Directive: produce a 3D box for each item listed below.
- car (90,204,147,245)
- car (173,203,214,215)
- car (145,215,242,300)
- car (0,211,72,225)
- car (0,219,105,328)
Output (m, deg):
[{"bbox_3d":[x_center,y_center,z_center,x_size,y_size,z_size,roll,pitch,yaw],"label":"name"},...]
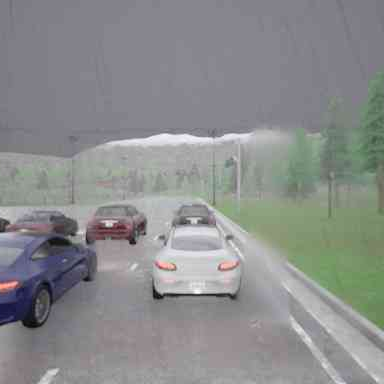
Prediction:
[{"bbox_3d":[-3.401,1.364,15.772,2.097,1.767,4.553,0,0,0],"label":"car"},{"bbox_3d":[0.102,1.365,17.197,2.097,1.767,4.553,0,0,0],"label":"car"},{"bbox_3d":[0.101,1.532,8.306,1.812,1.442,4.674,0,0,0],"label":"car"},{"bbox_3d":[-6.900,1.576,15.709,1.994,1.385,4.181,0,0,0],"label":"car"},{"bbox_3d":[-3.394,1.531,6.853,1.812,1.442,4.674,0,0,0],"label":"car"}]
